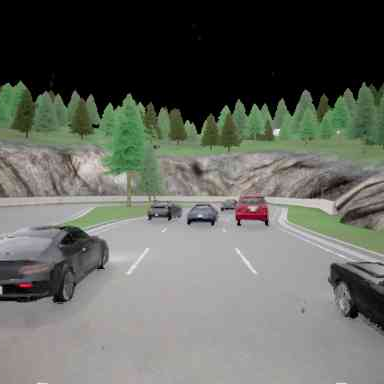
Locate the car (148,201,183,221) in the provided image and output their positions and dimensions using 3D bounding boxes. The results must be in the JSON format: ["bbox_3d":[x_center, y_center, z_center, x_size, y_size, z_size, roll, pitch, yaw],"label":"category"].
[{"bbox_3d":[-2.093,1.492,27.056,2.128,1.511,4.902,0,0,12],"label":"car"}]

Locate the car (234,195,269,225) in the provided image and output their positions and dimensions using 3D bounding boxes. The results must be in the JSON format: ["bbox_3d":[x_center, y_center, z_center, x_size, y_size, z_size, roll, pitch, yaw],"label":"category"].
[{"bbox_3d":[4.314,1.223,24.034,2.150,2.045,5.566,0,0,8],"label":"car"}]

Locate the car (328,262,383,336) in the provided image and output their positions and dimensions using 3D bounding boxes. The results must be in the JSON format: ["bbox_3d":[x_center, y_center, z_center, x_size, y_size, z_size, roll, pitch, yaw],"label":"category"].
[{"bbox_3d":[3.599,1.601,4.427,1.895,1.301,4.718,0,0,0],"label":"car"}]

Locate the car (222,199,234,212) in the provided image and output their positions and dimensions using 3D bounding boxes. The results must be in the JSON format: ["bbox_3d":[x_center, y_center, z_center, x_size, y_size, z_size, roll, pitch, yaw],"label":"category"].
[{"bbox_3d":[4.624,1.547,38.862,2.033,1.411,5.357,0,0,16],"label":"car"}]

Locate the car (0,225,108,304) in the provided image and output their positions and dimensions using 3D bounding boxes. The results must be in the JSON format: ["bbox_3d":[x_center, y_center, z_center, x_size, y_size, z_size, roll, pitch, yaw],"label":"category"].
[{"bbox_3d":[-3.399,1.526,8.033,1.812,1.442,4.674,0,0,0],"label":"car"}]

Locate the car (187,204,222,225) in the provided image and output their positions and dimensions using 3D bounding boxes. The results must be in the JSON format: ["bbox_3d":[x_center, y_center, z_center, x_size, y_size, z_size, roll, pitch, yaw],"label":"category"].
[{"bbox_3d":[0.871,1.564,24.292,1.994,1.385,4.181,0,0,9],"label":"car"}]
